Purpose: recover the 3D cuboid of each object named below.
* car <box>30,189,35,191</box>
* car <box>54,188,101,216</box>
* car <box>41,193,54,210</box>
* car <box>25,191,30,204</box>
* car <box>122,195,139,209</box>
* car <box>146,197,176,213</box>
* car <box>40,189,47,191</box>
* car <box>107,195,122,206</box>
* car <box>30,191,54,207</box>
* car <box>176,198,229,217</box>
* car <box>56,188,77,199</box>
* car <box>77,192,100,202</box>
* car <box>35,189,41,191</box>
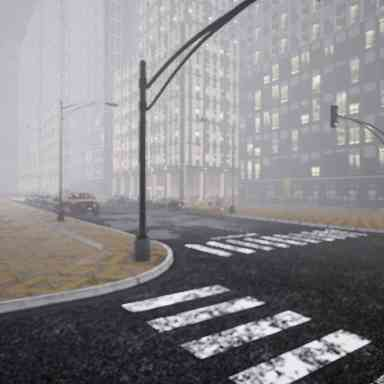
[{"bbox_3d":[-35.535,0.002,77.027,1.967,1.590,4.097,2,0,-36],"label":"car"},{"bbox_3d":[-9.067,0.897,26.737,2.192,1.841,5.009,2,0,-36],"label":"car"},{"bbox_3d":[-12.396,1.042,31.270,1.947,1.339,4.313,2,0,-36],"label":"car"},{"bbox_3d":[-19.039,0.846,40.334,1.802,1.307,4.206,2,0,-36],"label":"car"},{"bbox_3d":[-5.643,1.093,36.231,1.802,1.307,4.206,2,0,-36],"label":"car"},{"bbox_3d":[-2.321,1.183,31.699,1.947,1.339,4.313,2,0,-36],"label":"car"},{"bbox_3d":[-28.894,0.322,67.961,2.008,1.369,4.403,2,0,-36],"label":"car"},{"bbox_3d":[-8.965,0.971,40.764,1.947,1.339,4.313,2,0,-36],"label":"car"},{"bbox_3d":[-15.716,0.915,35.802,1.887,1.381,4.507,2,0,-36],"label":"car"},{"bbox_3d":[0.970,1.246,27.358,1.752,1.417,4.829,2,0,-36],"label":"car"},{"bbox_3d":[-22.244,0.297,58.895,2.192,1.841,5.009,2,0,-36],"label":"car"},{"bbox_3d":[-15.608,0.759,49.830,1.947,1.339,4.313,2,0,-36],"label":"car"},{"bbox_3d":[-32.216,0.211,72.494,1.887,1.381,4.507,2,0,-36],"label":"car"}]
